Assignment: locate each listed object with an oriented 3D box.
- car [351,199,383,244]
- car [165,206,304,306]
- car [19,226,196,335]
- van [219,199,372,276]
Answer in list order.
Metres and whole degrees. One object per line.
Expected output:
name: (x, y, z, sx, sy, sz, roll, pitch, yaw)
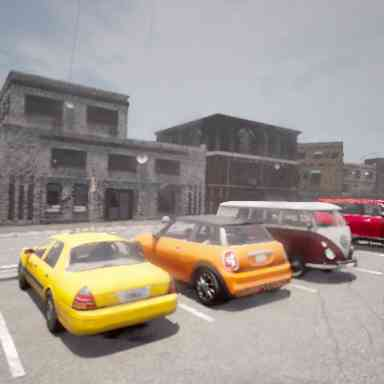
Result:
car: (7.682, 1.330, 13.836, 2.435, 2.045, 5.566, 1, 0, -36)
car: (0.173, 1.369, 8.469, 2.185, 1.767, 4.553, 0, 0, -36)
car: (-2.329, 1.482, 6.950, 1.946, 1.575, 5.366, 0, 0, -35)
van: (2.695, 1.291, 10.164, 1.878, 1.987, 4.442, 1, 0, -36)
